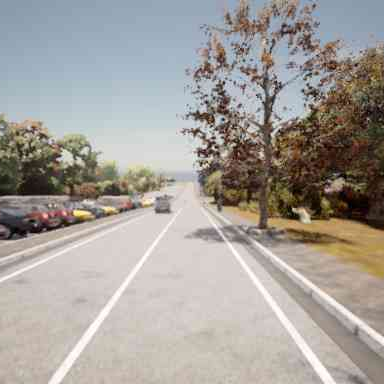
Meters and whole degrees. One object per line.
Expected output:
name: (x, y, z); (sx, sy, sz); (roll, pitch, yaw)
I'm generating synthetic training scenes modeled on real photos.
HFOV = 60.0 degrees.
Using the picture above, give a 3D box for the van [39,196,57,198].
van: (-23.267, 1.656, 50.097); (4.442, 1.987, 1.878); (0, -1, 0)

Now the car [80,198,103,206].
car: (-23.395, 2.253, 77.643); (4.553, 1.767, 2.185); (0, -1, 0)

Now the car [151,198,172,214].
car: (-3.383, 1.773, 39.325); (1.837, 1.490, 4.892); (0, -1, 0)

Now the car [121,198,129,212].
car: (-10.272, 1.789, 38.908); (4.792, 1.488, 2.163); (0, -1, 0)

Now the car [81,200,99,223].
car: (-10.122, 1.608, 25.028); (5.366, 1.575, 1.946); (0, -1, 0)

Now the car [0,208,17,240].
car: (-10.315, 1.532, 13.923); (4.674, 1.452, 2.002); (0, -1, 0)

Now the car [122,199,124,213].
car: (-10.273, 1.759, 36.132); (4.792, 1.488, 2.163); (0, -1, 0)

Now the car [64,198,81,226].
car: (-10.277, 1.455, 22.253); (4.553, 1.767, 2.185); (0, -1, 0)

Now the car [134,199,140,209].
car: (-10.327, 1.878, 47.236); (4.792, 1.488, 2.163); (0, -1, 0)

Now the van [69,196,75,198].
van: (-23.489, 1.779, 58.259); (4.442, 1.987, 1.878); (0, -1, 0)

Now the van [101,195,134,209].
van: (-10.415, 1.593, 44.462); (4.442, 1.987, 1.878); (0, -1, 0)

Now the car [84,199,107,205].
car: (-23.357, 2.432, 80.411); (5.008, 1.535, 2.097); (0, -1, 0)

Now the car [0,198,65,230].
car: (-10.278, 1.426, 19.477); (4.553, 1.767, 2.185); (0, -1, 0)

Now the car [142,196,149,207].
car: (-10.479, 1.956, 55.556); (5.366, 1.575, 1.946); (0, -1, 0)

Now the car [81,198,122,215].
car: (-10.118, 1.697, 33.356); (5.366, 1.575, 1.946); (0, -1, 0)

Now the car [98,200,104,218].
car: (-10.300, 1.642, 27.804); (4.892, 1.521, 2.231); (0, -1, 0)

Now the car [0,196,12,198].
car: (-23.354, 1.479, 36.232); (5.566, 2.045, 2.435); (0, -1, 0)

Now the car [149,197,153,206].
car: (-10.107, 2.001, 58.208); (5.366, 1.575, 1.946); (0, -1, 0)

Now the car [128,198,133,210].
car: (-10.271, 1.819, 41.684); (4.792, 1.488, 2.163); (0, -1, 0)

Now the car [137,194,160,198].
car: (-10.315, 2.023, 72.212); (5.566, 2.045, 2.435); (0, -1, 0)

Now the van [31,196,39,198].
van: (-23.495, 1.594, 44.541); (4.442, 1.987, 1.878); (0, -1, 0)

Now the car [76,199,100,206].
car: (-23.335, 2.357, 74.995); (4.792, 1.488, 2.163); (0, -1, 0)

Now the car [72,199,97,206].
car: (-23.363, 2.314, 72.225); (4.674, 1.452, 2.002); (0, -1, 0)

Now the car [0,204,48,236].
car: (-10.305, 1.521, 16.700); (5.008, 1.535, 2.097); (0, -1, 0)

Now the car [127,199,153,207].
car: (-10.295, 2.167, 66.656); (4.892, 1.521, 2.231); (0, -1, 0)

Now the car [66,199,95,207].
car: (-23.182, 2.217, 69.456); (5.366, 1.575, 1.946); (0, -1, 0)

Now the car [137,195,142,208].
car: (-10.327, 1.755, 50.011); (4.553, 1.767, 2.185); (0, -1, 0)

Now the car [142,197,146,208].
car: (-10.289, 1.918, 52.789); (4.892, 1.521, 2.231); (0, -1, 0)

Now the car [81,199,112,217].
car: (-10.311, 1.671, 30.580); (4.892, 1.521, 2.231); (0, -1, 0)

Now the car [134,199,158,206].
car: (-10.290, 2.327, 74.983); (5.008, 1.535, 2.097); (0, -1, 0)
